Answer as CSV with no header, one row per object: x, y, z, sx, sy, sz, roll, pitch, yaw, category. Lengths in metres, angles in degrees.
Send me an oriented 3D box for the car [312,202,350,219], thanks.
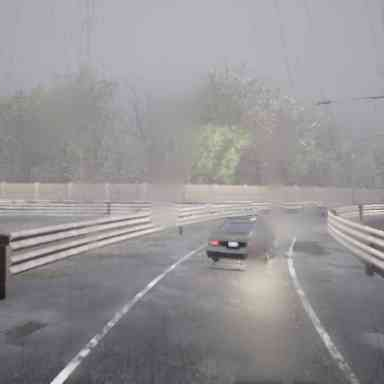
12.417,1.664,29.552,2.128,1.511,4.902,0,0,45,car

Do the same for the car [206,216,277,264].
1.990,1.590,12.128,2.033,1.411,5.357,0,0,18,car
